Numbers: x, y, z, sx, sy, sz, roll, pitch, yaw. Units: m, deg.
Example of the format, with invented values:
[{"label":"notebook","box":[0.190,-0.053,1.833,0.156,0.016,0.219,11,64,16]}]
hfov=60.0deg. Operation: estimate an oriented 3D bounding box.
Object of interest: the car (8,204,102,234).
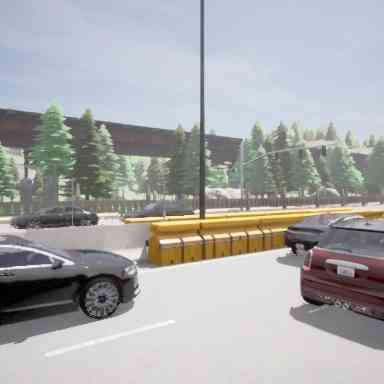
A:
[{"label":"car","box":[-8.016,1.506,19.705,4.892,1.490,1.837,1,0,-35]}]

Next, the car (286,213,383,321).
[{"label":"car","box":[4.310,1.352,6.825,4.553,1.767,2.097,0,0,-36]}]

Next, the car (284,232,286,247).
[{"label":"car","box":[5.373,1.492,11.881,4.902,1.511,2.128,0,0,-36]}]

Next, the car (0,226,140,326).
[{"label":"car","box":[-3.297,1.492,5.694,4.902,1.511,2.128,0,0,-36]}]
